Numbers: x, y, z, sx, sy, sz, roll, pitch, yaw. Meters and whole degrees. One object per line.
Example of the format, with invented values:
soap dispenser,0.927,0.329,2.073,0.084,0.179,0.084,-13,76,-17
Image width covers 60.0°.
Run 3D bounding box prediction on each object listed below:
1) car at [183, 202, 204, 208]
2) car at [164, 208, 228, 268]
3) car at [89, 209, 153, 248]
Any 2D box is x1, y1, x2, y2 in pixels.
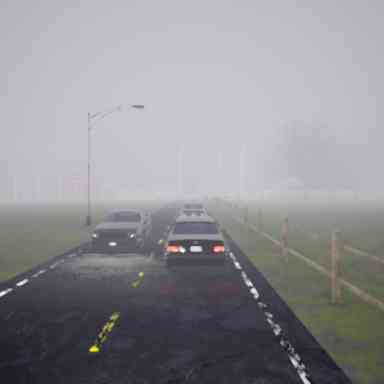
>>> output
car,0.096,1.447,23.710,2.033,1.411,5.357,0,0,0
car,0.098,1.497,11.043,2.033,1.411,5.357,0,0,0
car,-2.853,1.481,14.626,2.033,1.411,5.357,0,0,0
